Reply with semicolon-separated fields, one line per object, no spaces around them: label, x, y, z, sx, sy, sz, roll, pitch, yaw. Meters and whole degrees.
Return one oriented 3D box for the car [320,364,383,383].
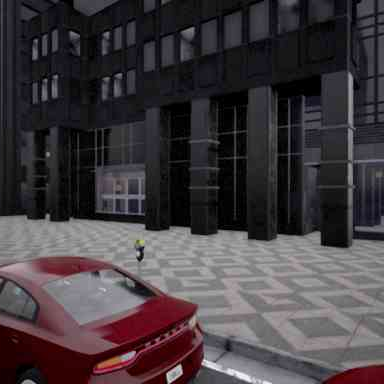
car;2.609;1.545;1.096;4.507;1.381;1.887;0;0;36

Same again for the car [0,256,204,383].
car;-1.973;1.543;4.378;4.507;1.381;1.887;0;0;36
